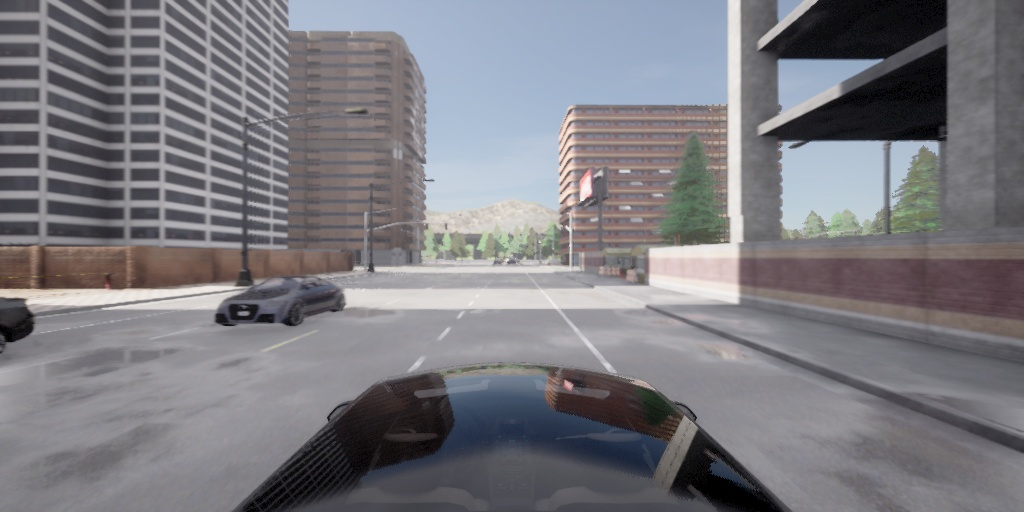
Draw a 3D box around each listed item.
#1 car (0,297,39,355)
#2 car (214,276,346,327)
[{"bbox_3d":[-10.591,1.242,5.160,2.128,1.511,4.902,0,0,0],"label":"car"},{"bbox_3d":[-7.082,1.329,11.457,1.994,1.385,4.181,0,0,0],"label":"car"}]
